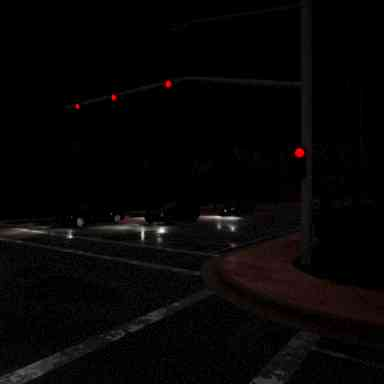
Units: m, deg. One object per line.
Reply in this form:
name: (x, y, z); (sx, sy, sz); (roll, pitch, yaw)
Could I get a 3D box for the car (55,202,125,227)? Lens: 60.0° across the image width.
car: (-6.874, 1.478, 22.913); (1.882, 1.535, 5.008); (0, 0, 36)

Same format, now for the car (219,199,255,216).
car: (4.503, 1.505, 32.741); (1.837, 1.490, 4.892); (0, 0, 36)

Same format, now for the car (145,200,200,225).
car: (-1.358, 1.478, 24.603); (1.882, 1.535, 5.008); (0, 0, 36)

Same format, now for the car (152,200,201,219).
car: (-1.342, 1.505, 30.627); (1.837, 1.490, 4.892); (0, 0, 36)
